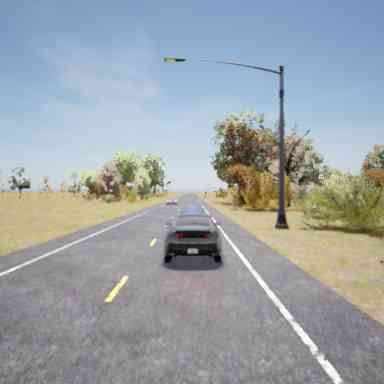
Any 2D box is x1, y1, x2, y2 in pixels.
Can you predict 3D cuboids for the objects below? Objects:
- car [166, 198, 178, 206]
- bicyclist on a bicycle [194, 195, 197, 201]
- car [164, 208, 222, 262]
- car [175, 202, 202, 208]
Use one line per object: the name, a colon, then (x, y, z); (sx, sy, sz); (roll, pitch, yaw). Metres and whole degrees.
car: (-3.547, 1.711, 58.792); (1.895, 1.301, 4.718); (0, 0, 1)
bicyclist on a bicycle: (0.958, 1.610, 93.521); (0.582, 1.620, 1.656); (0, 0, 0)
car: (0.043, 1.529, 12.164); (1.837, 1.490, 4.892); (0, -1, 0)
car: (0.024, 1.601, 25.431); (2.033, 1.411, 5.357); (0, 0, 1)
